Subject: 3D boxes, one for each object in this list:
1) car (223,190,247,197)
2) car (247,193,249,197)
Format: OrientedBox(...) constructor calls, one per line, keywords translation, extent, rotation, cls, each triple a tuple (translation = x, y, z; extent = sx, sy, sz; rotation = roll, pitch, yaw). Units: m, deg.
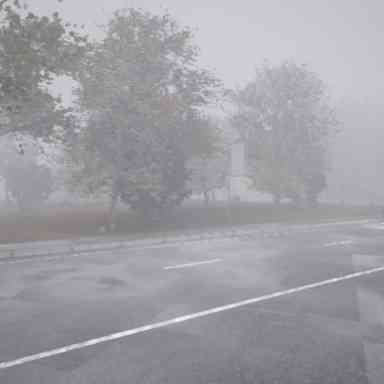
OrientedBox(translation=(8.936, 0.435, 73.823), extent=(2.150, 2.045, 5.566), rotation=(-1, 0, -34), cls="car")
OrientedBox(translation=(11.816, 0.702, 75.817), extent=(1.812, 1.442, 4.674), rotation=(-1, 0, -34), cls="car")
